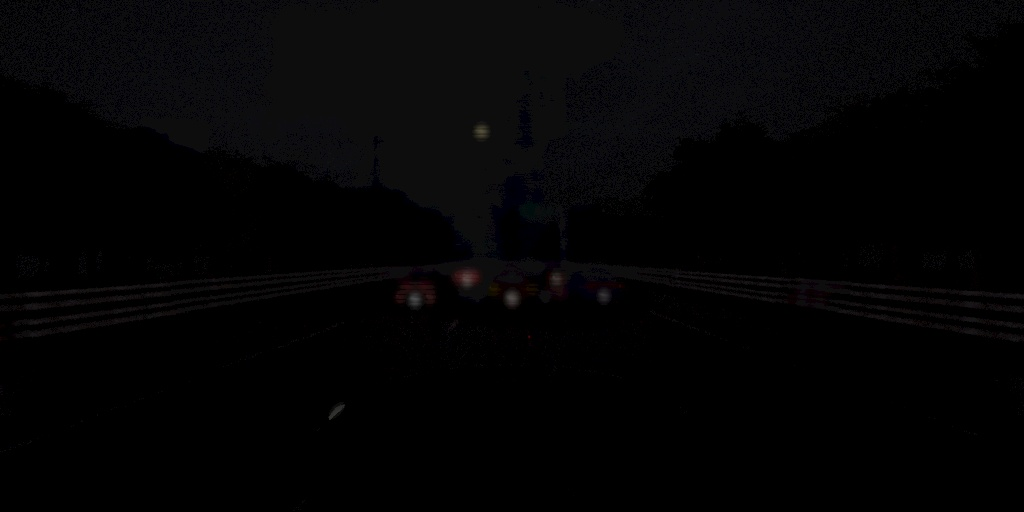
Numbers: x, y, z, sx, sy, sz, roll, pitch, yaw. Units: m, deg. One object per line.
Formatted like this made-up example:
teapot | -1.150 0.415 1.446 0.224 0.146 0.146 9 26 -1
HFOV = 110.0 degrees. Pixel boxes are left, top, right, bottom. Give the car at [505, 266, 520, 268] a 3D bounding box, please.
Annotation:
car | 0.025 1.577 30.755 1.812 1.442 4.674 0 0 0

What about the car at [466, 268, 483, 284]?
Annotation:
car | -3.482 1.646 30.107 1.895 1.301 4.718 0 -1 0

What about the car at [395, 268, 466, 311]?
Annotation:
car | -3.481 1.380 15.358 2.128 1.511 4.902 0 0 0

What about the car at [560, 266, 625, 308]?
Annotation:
car | 3.526 1.372 16.092 1.882 1.535 5.008 0 0 0

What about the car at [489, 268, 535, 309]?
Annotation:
car | 0.024 1.417 15.756 1.812 1.442 4.674 0 0 0

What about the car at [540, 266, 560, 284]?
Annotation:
car | 3.521 1.554 30.354 1.837 1.490 4.892 0 0 0
